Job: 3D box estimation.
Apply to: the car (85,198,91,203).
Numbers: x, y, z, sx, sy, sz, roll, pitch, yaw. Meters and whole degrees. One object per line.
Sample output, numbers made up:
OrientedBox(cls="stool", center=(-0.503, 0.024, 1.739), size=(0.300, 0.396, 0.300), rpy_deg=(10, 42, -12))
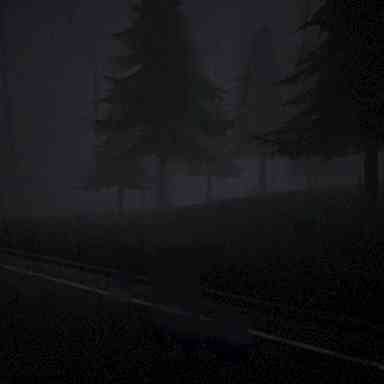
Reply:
OrientedBox(cls="car", center=(-19.059, 1.455, 66.102), size=(1.812, 1.442, 4.674), rpy_deg=(0, 0, 35))

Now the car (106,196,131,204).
OrientedBox(cls="car", center=(-13.332, 1.503, 62.156), size=(1.994, 1.385, 4.181), rpy_deg=(0, 0, 36))

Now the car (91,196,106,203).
OrientedBox(cls="car", center=(-16.236, 1.431, 64.072), size=(2.128, 1.511, 4.902), rpy_deg=(0, 0, 36))
